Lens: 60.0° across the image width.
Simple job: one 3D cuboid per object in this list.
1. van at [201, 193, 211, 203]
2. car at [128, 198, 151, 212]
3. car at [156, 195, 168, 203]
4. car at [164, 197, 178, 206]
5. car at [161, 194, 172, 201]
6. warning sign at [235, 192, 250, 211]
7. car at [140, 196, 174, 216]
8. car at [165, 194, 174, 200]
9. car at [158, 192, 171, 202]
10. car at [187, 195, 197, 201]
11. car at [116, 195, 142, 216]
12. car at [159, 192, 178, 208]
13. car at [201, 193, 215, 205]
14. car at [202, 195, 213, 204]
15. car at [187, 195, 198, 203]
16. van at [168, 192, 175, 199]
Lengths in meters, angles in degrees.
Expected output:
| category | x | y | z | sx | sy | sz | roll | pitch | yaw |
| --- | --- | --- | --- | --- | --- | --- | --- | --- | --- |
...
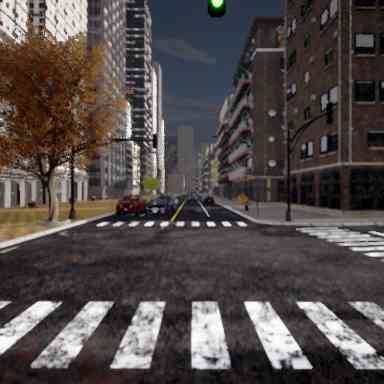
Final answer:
| category | x | y | z | sx | sy | sz | roll | pitch | yaw |
| --- | --- | --- | --- | --- | --- | --- | --- | --- | --- |
| van | 2.646 | 1.080 | 64.330 | 1.690 | 1.788 | 3.998 | 0 | 0 | 0 |
| car | -5.716 | 1.409 | 36.711 | 1.947 | 1.339 | 4.313 | 0 | 0 | 0 |
| car | -5.734 | 1.306 | 64.326 | 1.947 | 1.339 | 4.313 | 0 | 0 | 0 |
| car | -3.114 | 1.390 | 50.317 | 1.895 | 1.301 | 4.718 | 0 | 0 | 0 |
| car | -5.742 | 1.256 | 75.371 | 2.008 | 1.369 | 4.403 | 0 | 0 | 0 |
| warning sign | 5.047 | 0.971 | 33.318 | 1.300 | 1.860 | 1.060 | 0 | 0 | 0 |
| car | -3.120 | 1.359 | 30.367 | 2.128 | 1.511 | 4.902 | 0 | 0 | 0 |
| car | -5.749 | 1.223 | 86.417 | 2.008 | 1.369 | 4.403 | 0 | 0 | 0 |
| car | -5.738 | 1.037 | 69.847 | 2.192 | 1.841 | 5.009 | 0 | 0 | 0 |
| car | -0.046 | 1.270 | 71.049 | 1.994 | 1.385 | 4.181 | 0 | 0 | 0 |
| car | -5.713 | 1.180 | 31.187 | 2.192 | 1.841 | 5.009 | 0 | 0 | 0 |
| car | -3.122 | 1.180 | 40.244 | 2.097 | 1.767 | 4.553 | 0 | 0 | 0 |
| car | 2.654 | 1.344 | 53.285 | 1.947 | 1.339 | 4.313 | 0 | 0 | 0 |
| car | 2.650 | 1.283 | 58.978 | 1.752 | 1.417 | 4.829 | 0 | 0 | 0 |
| car | 0.062 | 1.356 | 59.655 | 1.895 | 1.301 | 4.718 | 0 | 0 | 0 |
| van | -5.753 | 0.997 | 91.938 | 1.690 | 1.788 | 3.998 | 0 | 0 | 0 |
